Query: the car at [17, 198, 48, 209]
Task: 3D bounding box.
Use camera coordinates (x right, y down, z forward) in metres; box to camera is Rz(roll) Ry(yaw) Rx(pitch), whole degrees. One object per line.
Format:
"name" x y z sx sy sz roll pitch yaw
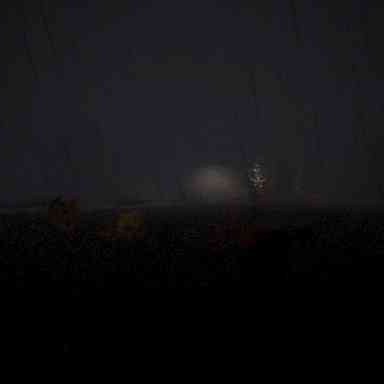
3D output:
"car" -22.556 1.624 47.907 1.837 1.490 4.892 0 2 34

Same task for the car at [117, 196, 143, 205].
"car" -11.797 1.633 63.973 2.128 1.511 4.902 0 1 34

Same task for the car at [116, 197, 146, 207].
"car" -9.872 1.662 54.247 2.033 1.411 5.357 0 0 34
